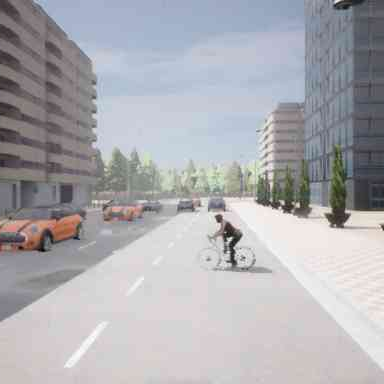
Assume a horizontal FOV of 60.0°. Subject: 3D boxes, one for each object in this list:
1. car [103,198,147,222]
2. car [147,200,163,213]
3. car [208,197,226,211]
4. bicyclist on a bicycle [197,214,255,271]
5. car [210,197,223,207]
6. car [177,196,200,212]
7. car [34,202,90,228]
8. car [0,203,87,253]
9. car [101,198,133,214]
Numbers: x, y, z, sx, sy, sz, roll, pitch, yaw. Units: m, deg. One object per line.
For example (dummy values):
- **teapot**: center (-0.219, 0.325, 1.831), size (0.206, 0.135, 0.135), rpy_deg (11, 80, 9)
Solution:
- **car**: center (-5.247, 1.350, 25.852), size (2.097, 1.767, 4.553), rpy_deg (0, 0, 5)
- **car**: center (-4.413, 1.563, 36.611), size (1.994, 1.385, 4.181), rpy_deg (0, 0, 5)
- **car**: center (3.039, 1.351, 40.637), size (2.097, 1.767, 4.553), rpy_deg (0, 0, 5)
- **bicyclist on a bicycle**: center (0.946, 1.441, 9.452), size (1.656, 1.620, 0.582), rpy_deg (-2, 0, 4)
- **car**: center (3.810, 1.503, 50.777), size (1.837, 1.490, 4.892), rpy_deg (0, 0, 5)
- **car**: center (-0.580, 1.490, 39.401), size (2.128, 1.511, 4.902), rpy_deg (0, 0, 5)
- **car**: center (-8.969, 1.525, 23.443), size (1.812, 1.442, 4.674), rpy_deg (0, 0, 5)
- **car**: center (-6.265, 1.352, 13.776), size (2.097, 1.767, 4.553), rpy_deg (0, 0, 4)
- **car**: center (-7.987, 1.476, 35.916), size (1.882, 1.535, 5.008), rpy_deg (0, 0, 5)
